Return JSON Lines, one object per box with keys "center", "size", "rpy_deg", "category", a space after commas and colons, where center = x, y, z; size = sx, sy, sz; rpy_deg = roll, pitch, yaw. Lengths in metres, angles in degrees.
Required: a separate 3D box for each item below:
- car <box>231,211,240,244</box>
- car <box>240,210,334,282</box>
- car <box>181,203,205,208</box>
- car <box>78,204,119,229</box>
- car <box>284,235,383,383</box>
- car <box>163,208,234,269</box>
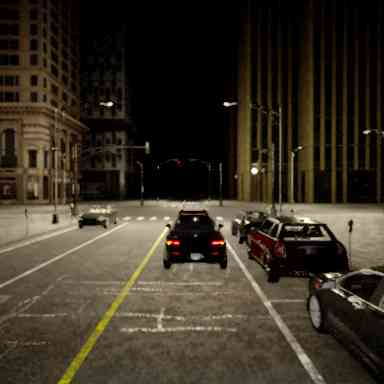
{"center": [2.759, 1.491, 15.243], "size": [2.008, 1.369, 4.403], "rpy_deg": [0, 0, 0], "category": "car"}
{"center": [2.759, 1.403, 9.602], "size": [1.967, 1.590, 4.097], "rpy_deg": [0, 0, 0], "category": "car"}
{"center": [0.078, 1.411, 20.616], "size": [2.128, 1.511, 4.902], "rpy_deg": [0, 0, 0], "category": "car"}
{"center": [-5.767, 1.469, 20.882], "size": [2.008, 1.369, 4.403], "rpy_deg": [0, 0, 0], "category": "car"}
{"center": [2.760, 1.535, 3.961], "size": [2.008, 1.369, 4.403], "rpy_deg": [0, 0, 0], "category": "car"}
{"center": [0.094, 1.484, 10.877], "size": [1.812, 1.442, 4.674], "rpy_deg": [0, 0, 0], "category": "car"}
